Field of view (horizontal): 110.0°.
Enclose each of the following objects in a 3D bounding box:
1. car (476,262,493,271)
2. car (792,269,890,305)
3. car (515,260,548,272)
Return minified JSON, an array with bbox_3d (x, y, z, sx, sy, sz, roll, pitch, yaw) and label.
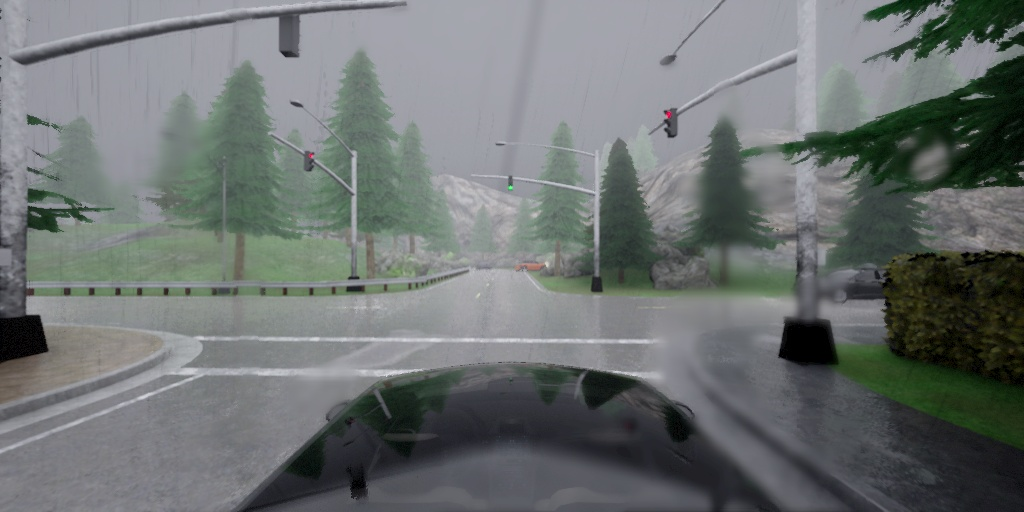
[{"bbox_3d":[-4.308,1.568,54.575,2.033,1.411,5.357,0,0,-14],"label":"car"},{"bbox_3d":[15.287,1.311,15.953,4.892,1.490,1.837,0,0,0],"label":"car"},{"bbox_3d":[2.713,1.331,49.712,4.553,1.767,2.097,0,0,-24],"label":"car"}]
